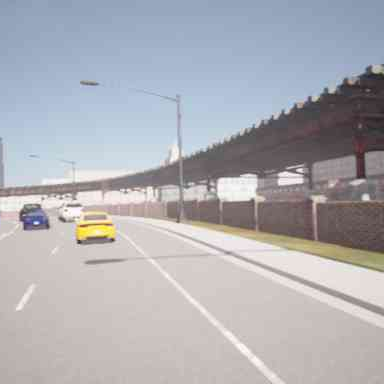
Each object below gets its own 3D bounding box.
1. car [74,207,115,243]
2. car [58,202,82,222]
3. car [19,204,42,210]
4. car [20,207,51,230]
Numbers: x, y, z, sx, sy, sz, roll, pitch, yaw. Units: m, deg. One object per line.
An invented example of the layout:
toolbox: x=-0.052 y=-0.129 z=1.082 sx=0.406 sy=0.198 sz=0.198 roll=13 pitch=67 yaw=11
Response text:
car: x=-5.441 y=1.847 z=18.537 sx=1.882 sy=1.535 sz=5.008 roll=-1 pitch=-1 yaw=-19
car: x=-13.247 y=2.150 z=36.294 sx=2.150 sy=2.045 sz=5.566 roll=0 pitch=-2 yaw=-28
car: x=-18.772 y=2.407 z=38.897 sx=2.150 sy=2.045 sz=5.566 roll=0 pitch=-2 yaw=-31
car: x=-12.429 y=2.182 z=26.706 sx=1.812 sy=1.442 sz=4.674 roll=-1 pitch=-1 yaw=-24
